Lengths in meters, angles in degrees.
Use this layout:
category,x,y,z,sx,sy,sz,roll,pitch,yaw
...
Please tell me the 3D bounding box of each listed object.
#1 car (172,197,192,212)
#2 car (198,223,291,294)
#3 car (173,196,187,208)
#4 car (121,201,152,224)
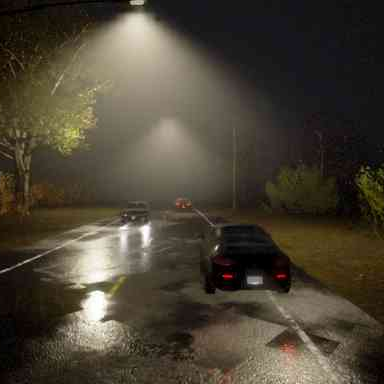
category,x,y,z,sx,sy,sz,roll,pitch,yaw
car,-1.031,1.466,37.514,1.812,1.442,4.674,0,0,-3
car,1.174,1.521,8.653,1.812,1.442,4.674,0,0,-1
car,-1.725,1.419,47.694,1.837,1.490,4.892,0,0,-4
car,-4.010,1.477,24.676,1.837,1.490,4.892,0,0,-2
